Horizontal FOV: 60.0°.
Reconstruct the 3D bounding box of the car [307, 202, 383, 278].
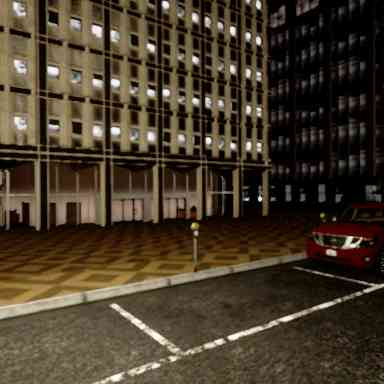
[{"bbox_3d":[5.679,1.246,10.122,5.009,1.841,2.192,0,0,-35],"label":"car"}]
